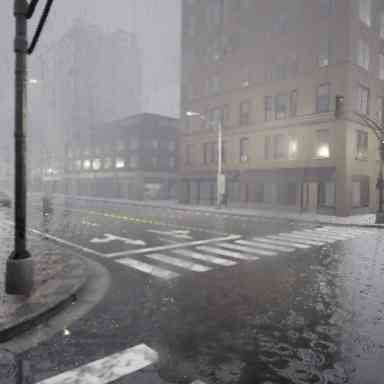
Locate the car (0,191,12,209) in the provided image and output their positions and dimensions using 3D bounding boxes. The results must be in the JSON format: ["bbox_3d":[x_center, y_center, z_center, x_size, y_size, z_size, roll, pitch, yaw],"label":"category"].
[{"bbox_3d":[-16.873,0.622,28.327,1.882,1.535,5.008,0,2,-42],"label":"car"}]
